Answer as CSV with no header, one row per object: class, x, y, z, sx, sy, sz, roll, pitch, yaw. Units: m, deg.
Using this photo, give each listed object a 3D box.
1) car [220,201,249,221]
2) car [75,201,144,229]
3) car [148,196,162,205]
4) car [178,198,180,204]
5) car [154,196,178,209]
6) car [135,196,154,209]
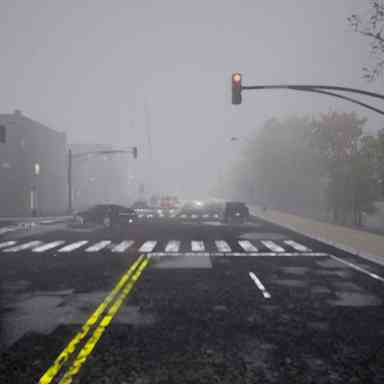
car,3.369,1.474,26.862,1.882,1.535,5.008,0,0,0
car,-5.701,1.502,21.758,4.892,1.490,1.837,0,-2,37
car,-6.610,1.501,59.965,1.837,1.490,4.892,0,0,0
car,-3.356,1.503,61.547,1.837,1.490,4.892,0,0,0
car,-3.353,1.349,43.938,2.097,1.767,4.553,0,0,0
car,-6.603,1.561,43.937,1.994,1.385,4.181,0,0,0
